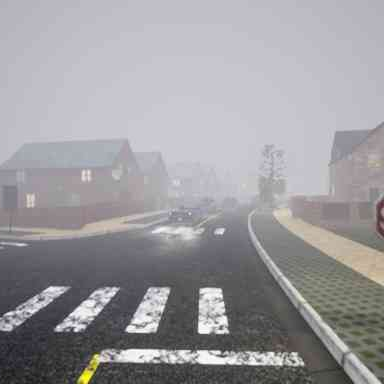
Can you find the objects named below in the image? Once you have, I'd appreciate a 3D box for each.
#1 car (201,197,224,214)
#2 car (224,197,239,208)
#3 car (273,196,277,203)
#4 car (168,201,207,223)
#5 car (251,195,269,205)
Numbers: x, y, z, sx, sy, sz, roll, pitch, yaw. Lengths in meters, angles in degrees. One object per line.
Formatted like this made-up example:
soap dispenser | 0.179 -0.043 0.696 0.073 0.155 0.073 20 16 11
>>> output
car | 1.738 1.349 35.430 2.097 1.767 4.553 0 0 14
car | 5.568 1.443 48.642 1.882 1.535 5.008 0 0 19
car | 15.341 1.387 65.326 1.837 1.490 4.892 0 0 27
car | -0.387 1.611 25.719 1.895 1.301 4.718 0 0 13
car | 11.407 1.274 56.122 2.097 1.767 4.553 0 0 23
